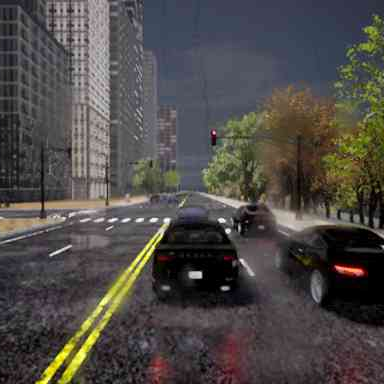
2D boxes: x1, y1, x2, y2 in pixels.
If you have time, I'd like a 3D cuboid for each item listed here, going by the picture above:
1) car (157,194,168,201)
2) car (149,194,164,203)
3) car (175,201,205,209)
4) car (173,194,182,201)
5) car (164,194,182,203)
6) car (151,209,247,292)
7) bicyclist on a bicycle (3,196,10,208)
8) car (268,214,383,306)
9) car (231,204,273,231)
[{"bbox_3d":[-6.633,1.156,75.728,2.128,1.511,4.902,0,0,0],"label":"car"},{"bbox_3d":[-6.658,1.209,60.411,1.837,1.490,4.892,0,0,0],"label":"car"},{"bbox_3d":[0.039,1.456,18.683,2.033,1.411,5.357,0,0,0],"label":"car"},{"bbox_3d":[-3.383,1.131,75.775,1.837,1.490,4.892,0,0,0],"label":"car"},{"bbox_3d":[-3.405,1.253,60.295,2.033,1.411,5.357,0,0,0],"label":"car"},{"bbox_3d":[0.074,1.434,8.873,1.882,1.535,5.008,0,0,0],"label":"car"},{"bbox_3d":[-24.728,1.367,44.394,0.582,1.620,1.656,-1,1,0],"label":"bicyclist on a bicycle"},{"bbox_3d":[3.317,1.487,7.791,1.812,1.442,4.674,0,0,0],"label":"car"},{"bbox_3d":[3.293,1.416,18.090,1.837,1.490,4.892,0,0,0],"label":"car"}]
